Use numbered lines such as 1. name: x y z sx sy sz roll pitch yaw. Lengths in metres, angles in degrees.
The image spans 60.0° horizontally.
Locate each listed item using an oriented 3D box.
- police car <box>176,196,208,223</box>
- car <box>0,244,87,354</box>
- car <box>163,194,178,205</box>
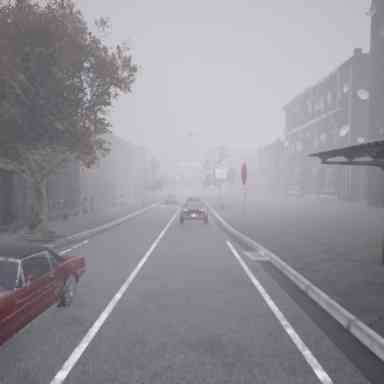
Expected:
1. police car: 0.132 1.362 24.519 2.038 1.542 4.974 0 1 0
2. car: -3.282 1.592 5.154 1.895 1.301 4.718 0 0 0
3. car: -2.934 1.045 47.644 1.837 1.490 4.892 0 1 1
